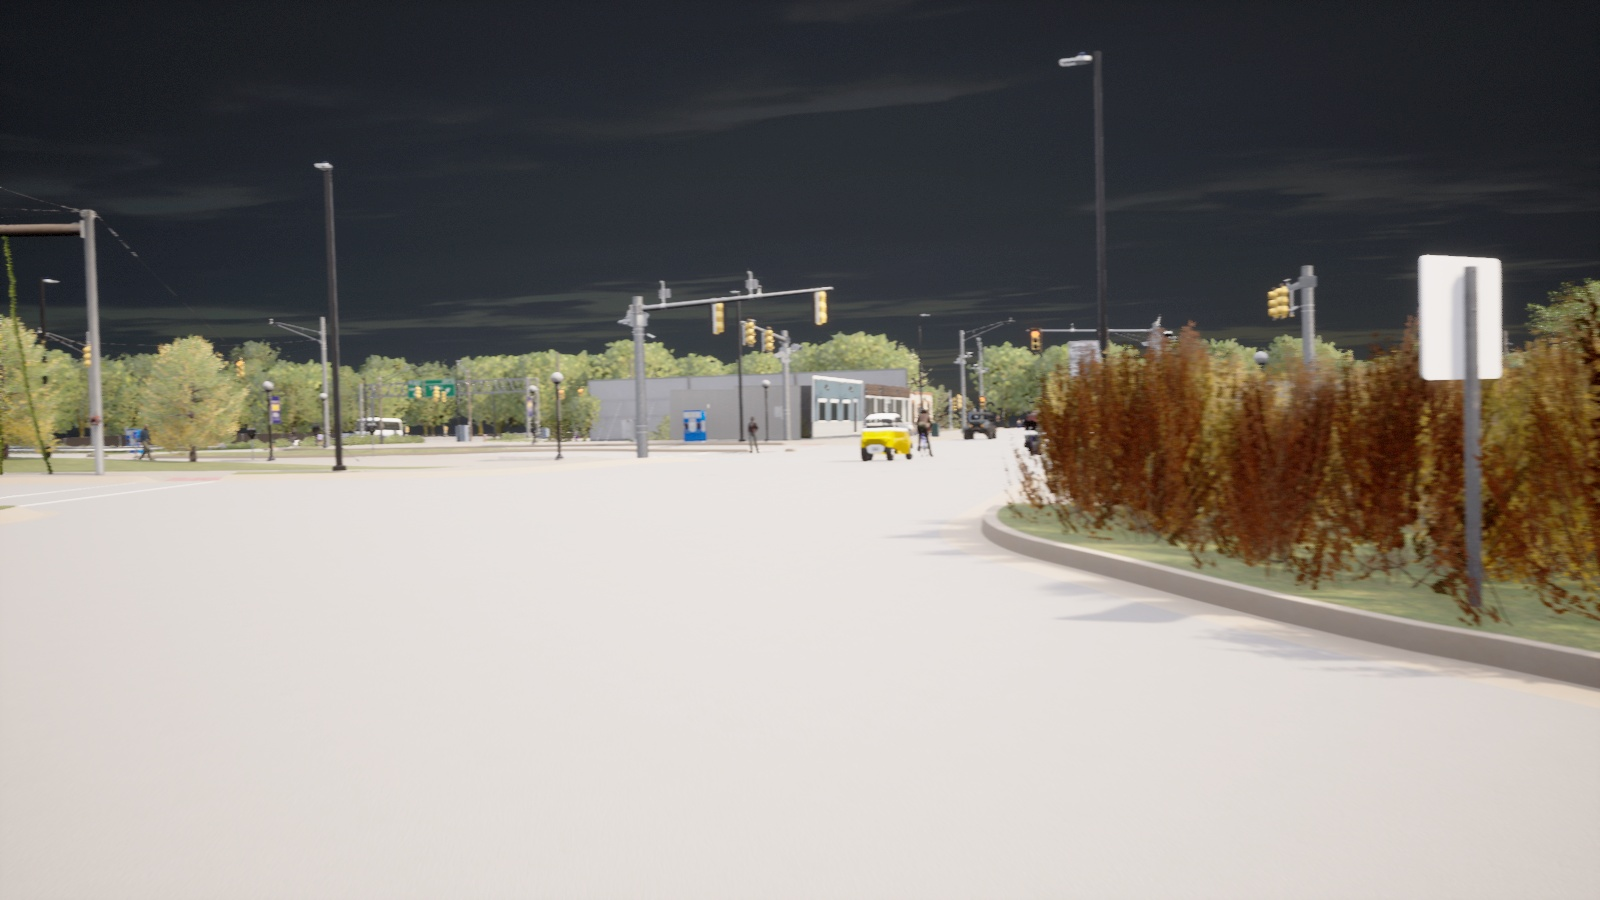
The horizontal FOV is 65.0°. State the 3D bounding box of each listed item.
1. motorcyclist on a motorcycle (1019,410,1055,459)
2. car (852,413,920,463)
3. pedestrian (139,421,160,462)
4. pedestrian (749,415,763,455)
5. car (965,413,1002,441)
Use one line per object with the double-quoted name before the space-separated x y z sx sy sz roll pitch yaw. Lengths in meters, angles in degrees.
"motorcyclist on a motorcycle" 7.737 -0.503 40.943 0.866 1.530 2.191 -1 0 18
"car" 2.515 -0.361 36.255 1.481 1.376 2.207 -1 1 17
"pedestrian" -29.866 -0.384 57.653 0.726 1.842 0.402 -1 2 17
"pedestrian" -2.139 -0.733 60.997 0.402 1.930 0.666 -1 2 19
"car" 12.603 -1.605 86.207 1.905 1.878 3.866 -1 1 17
